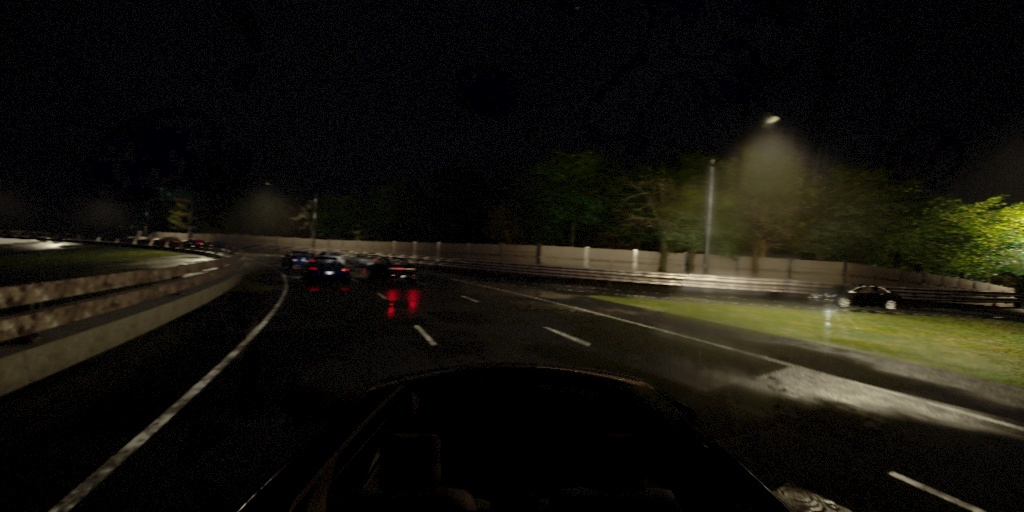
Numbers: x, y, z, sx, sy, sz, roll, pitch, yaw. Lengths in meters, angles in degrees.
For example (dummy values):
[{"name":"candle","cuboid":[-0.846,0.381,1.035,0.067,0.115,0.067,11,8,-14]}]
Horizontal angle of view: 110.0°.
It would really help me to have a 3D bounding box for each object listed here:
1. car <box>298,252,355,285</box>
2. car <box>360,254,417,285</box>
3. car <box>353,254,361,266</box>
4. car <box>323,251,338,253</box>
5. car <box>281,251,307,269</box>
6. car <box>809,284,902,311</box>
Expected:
[{"name":"car","cuboid":[-10.121,0.721,19.362,1.994,1.385,4.181,3,0,-34]},{"name":"car","cuboid":[-7.199,0.816,21.265,2.128,1.511,4.902,3,0,-34]},{"name":"car","cuboid":[-16.124,0.403,38.307,1.895,1.301,4.718,3,0,-43]},{"name":"car","cuboid":[-17.741,0.235,34.882,1.812,1.442,4.674,3,0,-42]},{"name":"car","cuboid":[-17.452,0.277,29.272,2.033,1.411,5.357,3,0,-40]},{"name":"car","cuboid":[21.303,2.477,22.331,4.892,1.490,1.837,4,0,-2]}]
